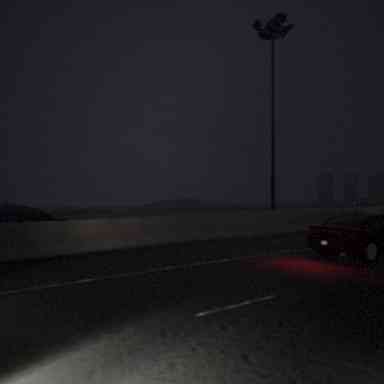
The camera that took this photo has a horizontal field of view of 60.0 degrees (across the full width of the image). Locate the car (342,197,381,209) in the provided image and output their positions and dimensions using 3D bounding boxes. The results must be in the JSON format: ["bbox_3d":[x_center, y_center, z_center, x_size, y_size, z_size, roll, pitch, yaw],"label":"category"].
[{"bbox_3d":[22.170,1.418,43.530,4.892,1.490,1.837,0,0,-22],"label":"car"}]

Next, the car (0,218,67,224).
[{"bbox_3d":[-7.952,1.570,15.406,4.718,1.301,1.895,0,0,-34],"label":"car"}]

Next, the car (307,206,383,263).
[{"bbox_3d":[6.313,1.454,11.866,5.008,1.535,1.882,0,0,-31],"label":"car"}]
